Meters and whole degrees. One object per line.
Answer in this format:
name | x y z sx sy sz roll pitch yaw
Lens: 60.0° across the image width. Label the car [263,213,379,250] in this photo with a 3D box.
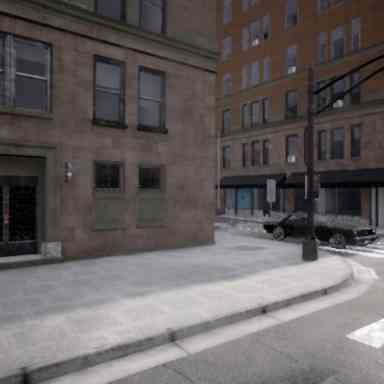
car | 5.518 1.627 14.754 1.895 1.301 4.718 0 0 -36
